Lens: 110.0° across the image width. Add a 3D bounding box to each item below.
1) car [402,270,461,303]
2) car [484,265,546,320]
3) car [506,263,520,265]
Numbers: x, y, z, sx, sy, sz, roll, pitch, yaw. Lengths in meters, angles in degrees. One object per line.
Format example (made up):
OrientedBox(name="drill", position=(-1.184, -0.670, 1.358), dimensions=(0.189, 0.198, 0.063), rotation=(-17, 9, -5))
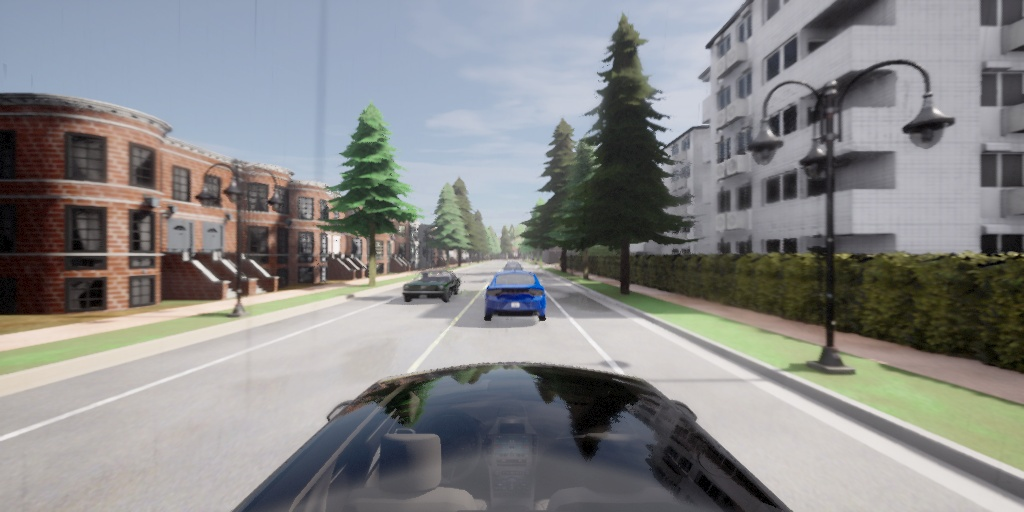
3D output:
OrientedBox(name="car", position=(-3.601, 1.357, 16.760), dimensions=(1.895, 1.301, 4.718), rotation=(0, 0, 0))
OrientedBox(name="car", position=(0.100, 1.232, 12.614), dimensions=(1.882, 1.535, 5.008), rotation=(0, 0, 0))
OrientedBox(name="car", position=(0.098, 1.310, 33.425), dimensions=(2.033, 1.411, 5.357), rotation=(0, 0, 0))
